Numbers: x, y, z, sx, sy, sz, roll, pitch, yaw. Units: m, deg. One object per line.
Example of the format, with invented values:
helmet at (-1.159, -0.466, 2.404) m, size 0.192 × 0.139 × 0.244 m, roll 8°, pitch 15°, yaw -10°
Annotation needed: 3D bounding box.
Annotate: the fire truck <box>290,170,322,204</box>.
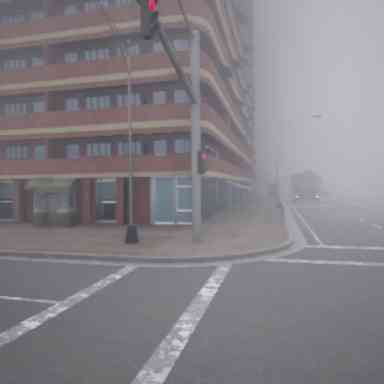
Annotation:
fire truck at (13.799, -0.699, 41.095) m, size 2.891 × 3.827 × 8.468 m, roll 0°, pitch 1°, yaw 14°
